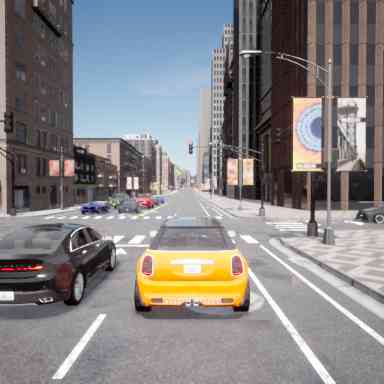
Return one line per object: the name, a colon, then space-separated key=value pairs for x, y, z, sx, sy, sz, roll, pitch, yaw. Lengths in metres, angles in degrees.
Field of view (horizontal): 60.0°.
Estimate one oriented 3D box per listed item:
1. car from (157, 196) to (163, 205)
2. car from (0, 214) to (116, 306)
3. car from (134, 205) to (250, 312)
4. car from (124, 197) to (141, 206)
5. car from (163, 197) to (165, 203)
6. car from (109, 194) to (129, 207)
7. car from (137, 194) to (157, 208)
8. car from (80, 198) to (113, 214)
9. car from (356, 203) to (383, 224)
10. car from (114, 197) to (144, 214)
car: x=-6.594 y=1.591 z=55.960 sx=1.994 sy=1.385 sz=4.181 roll=0 pitch=0 yaw=0
car: x=-3.155 y=1.504 z=8.023 sx=1.837 sy=1.490 sz=4.892 roll=0 pitch=0 yaw=0
car: x=0.009 y=1.351 z=7.878 sx=2.097 sy=1.767 sz=4.553 roll=0 pitch=0 yaw=0
car: x=-9.827 y=1.591 z=55.267 sx=1.994 sy=1.385 sz=4.181 roll=0 pitch=0 yaw=2
car: x=-6.543 y=1.508 z=66.033 sx=1.882 sy=1.535 sz=5.008 roll=0 pitch=0 yaw=1
car: x=-9.853 y=1.245 z=45.152 sx=2.150 sy=2.045 sz=5.566 roll=0 pitch=0 yaw=1
car: x=-6.607 y=1.245 z=45.935 sx=2.150 sy=2.045 sz=5.566 roll=0 pitch=0 yaw=1
car: x=-9.855 y=1.615 z=34.050 sx=1.895 sy=1.301 sz=4.718 roll=0 pitch=0 yaw=0
car: x=13.982 y=1.470 z=23.550 sx=4.181 sy=1.385 sz=1.994 roll=0 pitch=1 yaw=0
car: x=-6.553 y=1.579 z=35.130 sx=1.994 sy=1.385 sz=4.181 roll=0 pitch=0 yaw=-2
